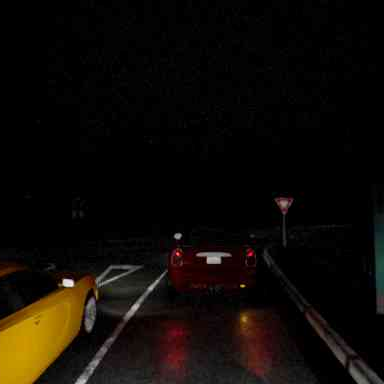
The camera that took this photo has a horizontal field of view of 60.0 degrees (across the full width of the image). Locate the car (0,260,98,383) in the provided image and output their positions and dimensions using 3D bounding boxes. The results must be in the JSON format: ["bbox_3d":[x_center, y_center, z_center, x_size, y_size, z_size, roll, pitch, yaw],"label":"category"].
[{"bbox_3d":[-2.601,1.518,3.777,1.882,1.535,5.008,0,-1,2],"label":"car"}]

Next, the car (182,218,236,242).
[{"bbox_3d":[1.373,2.601,23.692,1.837,1.490,4.892,-2,-4,30],"label":"car"}]

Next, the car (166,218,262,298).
[{"bbox_3d":[0.553,1.555,9.144,2.097,1.767,4.553,0,-2,2],"label":"car"}]

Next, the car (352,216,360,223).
[{"bbox_3d":[22.153,3.010,40.630,4.718,1.301,1.895,-5,-3,-8],"label":"car"}]
